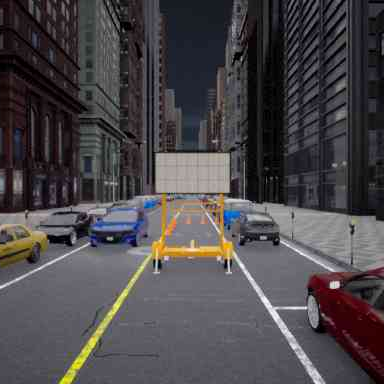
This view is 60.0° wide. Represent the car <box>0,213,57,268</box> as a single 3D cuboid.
[{"bbox_3d":[-5.745,1.526,9.365,1.752,1.417,4.829,0,0,0],"label":"car"}]

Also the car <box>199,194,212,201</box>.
[{"bbox_3d":[2.882,1.360,60.261,2.192,1.841,5.009,0,0,0],"label":"car"}]

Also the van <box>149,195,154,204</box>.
[{"bbox_3d":[-5.688,1.360,37.719,1.690,1.788,3.998,0,0,0],"label":"van"}]

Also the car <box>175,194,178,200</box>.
[{"bbox_3d":[-5.585,1.658,88.447,1.947,1.339,4.313,0,0,0],"label":"car"}]

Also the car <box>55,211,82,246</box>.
[{"bbox_3d":[-5.734,1.569,15.172,1.947,1.339,4.313,0,0,0],"label":"car"}]

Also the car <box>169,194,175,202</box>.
[{"bbox_3d":[-5.608,1.616,77.174,1.887,1.381,4.507,0,0,0],"label":"car"}]

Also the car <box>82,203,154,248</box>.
[{"bbox_3d":[-3.070,1.480,14.980,1.882,1.535,5.008,0,0,0],"label":"car"}]

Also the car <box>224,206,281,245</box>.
[{"bbox_3d":[2.791,1.554,15.172,2.008,1.369,4.403,0,0,0],"label":"car"}]

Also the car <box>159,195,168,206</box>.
[{"bbox_3d":[-5.654,1.352,54.628,2.192,1.841,5.009,0,0,0],"label":"car"}]

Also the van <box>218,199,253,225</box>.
[{"bbox_3d":[2.802,1.347,20.808,1.690,1.788,3.998,0,0,0],"label":"van"}]

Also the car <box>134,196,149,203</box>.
[{"bbox_3d":[-5.700,1.454,32.082,1.967,1.590,4.097,0,0,0],"label":"car"}]

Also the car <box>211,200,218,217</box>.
[{"bbox_3d":[2.814,1.560,26.444,2.008,1.369,4.403,0,0,0],"label":"car"}]

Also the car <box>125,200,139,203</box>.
[{"bbox_3d":[-5.711,1.575,26.445,1.947,1.339,4.313,0,0,0],"label":"car"}]

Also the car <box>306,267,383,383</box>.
[{"bbox_3d":[2.769,1.545,3.899,1.887,1.381,4.507,0,0,0],"label":"car"}]

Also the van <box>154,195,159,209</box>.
[{"bbox_3d":[-5.677,1.366,43.355,1.690,1.788,3.998,0,0,0],"label":"van"}]

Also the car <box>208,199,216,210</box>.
[{"bbox_3d":[2.826,1.595,32.081,1.802,1.307,4.206,0,0,0],"label":"car"}]

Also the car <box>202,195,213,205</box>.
[{"bbox_3d":[2.860,1.575,48.989,1.887,1.381,4.507,0,0,0],"label":"car"}]

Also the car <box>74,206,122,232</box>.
[{"bbox_3d":[-5.722,1.588,20.809,1.802,1.307,4.206,0,0,0],"label":"car"}]

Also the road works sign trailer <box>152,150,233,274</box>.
[{"bbox_3d":[0.021,0.466,10.562,2.380,3.560,2.880,0,0,0],"label":"road works sign trailer"}]

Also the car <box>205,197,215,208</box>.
[{"bbox_3d":[2.837,1.570,37.717,2.008,1.369,4.403,0,0,0],"label":"car"}]
